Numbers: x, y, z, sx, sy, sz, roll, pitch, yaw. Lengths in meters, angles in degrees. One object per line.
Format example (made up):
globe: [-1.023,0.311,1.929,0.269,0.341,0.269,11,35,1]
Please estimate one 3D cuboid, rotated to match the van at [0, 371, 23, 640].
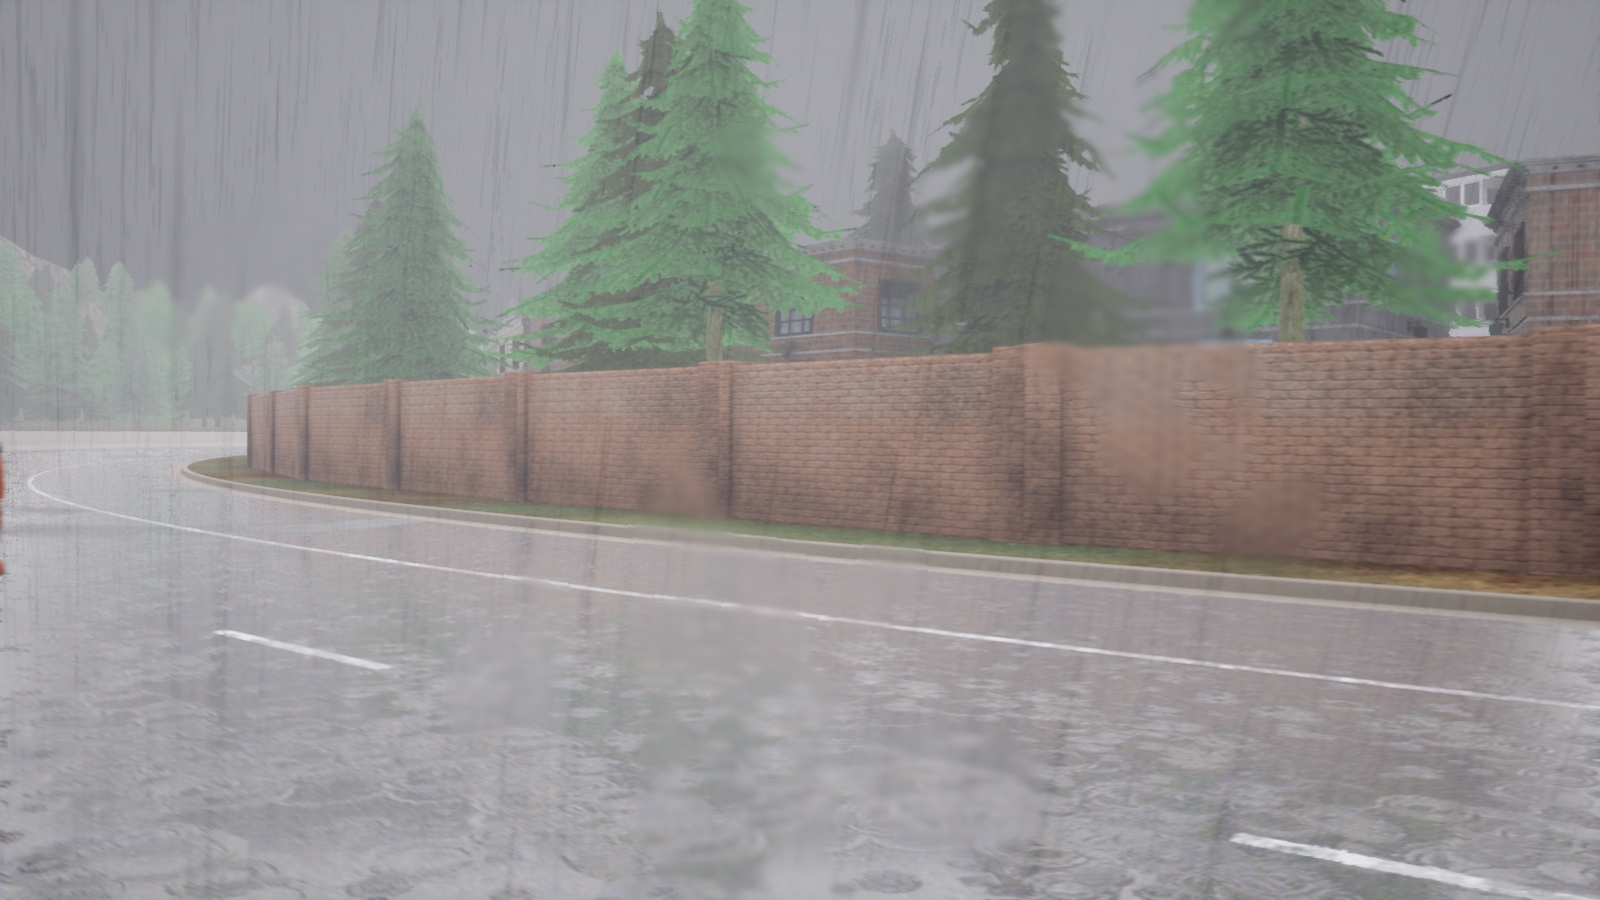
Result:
van: [-8.073,0.421,10.200,4.442,1.987,1.775,0,1,42]
